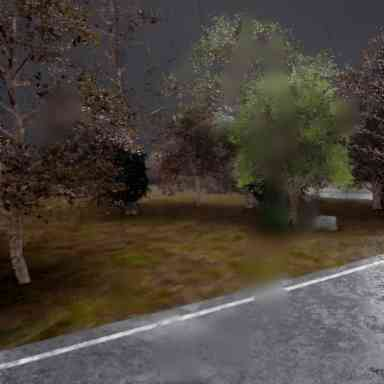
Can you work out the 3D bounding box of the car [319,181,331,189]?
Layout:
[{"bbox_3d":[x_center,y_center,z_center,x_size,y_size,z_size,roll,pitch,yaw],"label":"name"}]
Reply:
[{"bbox_3d":[28.958,-1.539,73.109,1.837,1.490,4.892,-2,4,40],"label":"car"}]
